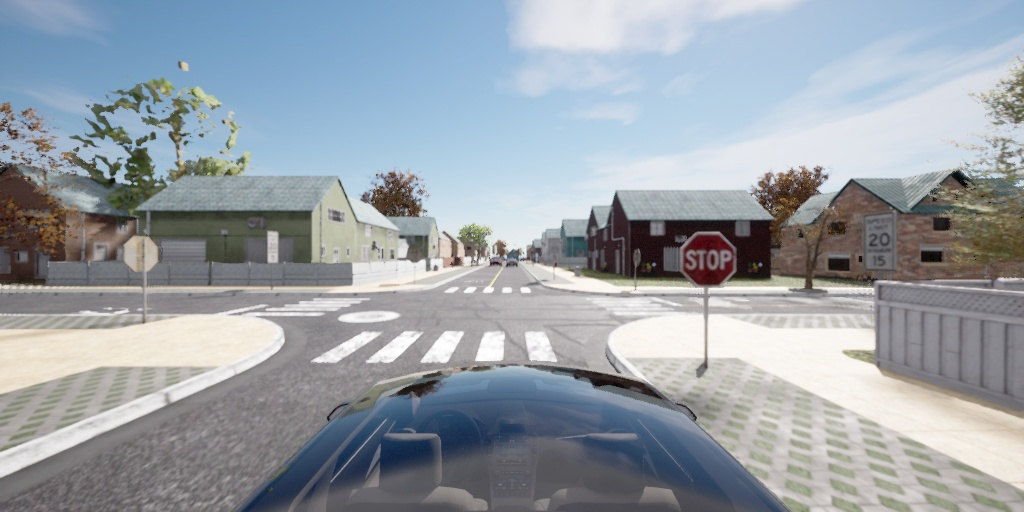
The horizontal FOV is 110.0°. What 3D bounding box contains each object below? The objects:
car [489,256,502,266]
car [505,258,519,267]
[{"bbox_3d":[-2.748,0.852,62.142,2.097,1.767,4.553,0,0,0],"label":"car"},{"bbox_3d":[0.000,1.030,57.527,1.812,1.442,4.674,0,0,0],"label":"car"}]
